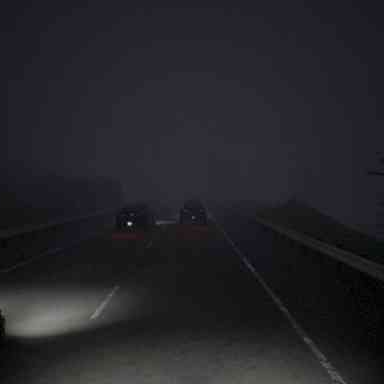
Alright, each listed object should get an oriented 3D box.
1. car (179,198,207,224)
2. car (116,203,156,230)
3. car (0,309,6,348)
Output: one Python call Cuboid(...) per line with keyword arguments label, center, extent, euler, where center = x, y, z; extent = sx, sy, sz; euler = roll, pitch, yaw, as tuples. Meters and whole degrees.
Cuboid(label="car", center=(0.078, 1.453, 24.185), extent=(2.128, 1.511, 4.902), euler=(0, 0, 0))
Cuboid(label="car", center=(-3.419, 1.472, 20.630), extent=(1.837, 1.490, 4.892), euler=(0, 0, 0))
Cuboid(label="car", center=(-3.409, 1.522, 2.529), extent=(1.812, 1.442, 4.674), euler=(0, 0, 0))
